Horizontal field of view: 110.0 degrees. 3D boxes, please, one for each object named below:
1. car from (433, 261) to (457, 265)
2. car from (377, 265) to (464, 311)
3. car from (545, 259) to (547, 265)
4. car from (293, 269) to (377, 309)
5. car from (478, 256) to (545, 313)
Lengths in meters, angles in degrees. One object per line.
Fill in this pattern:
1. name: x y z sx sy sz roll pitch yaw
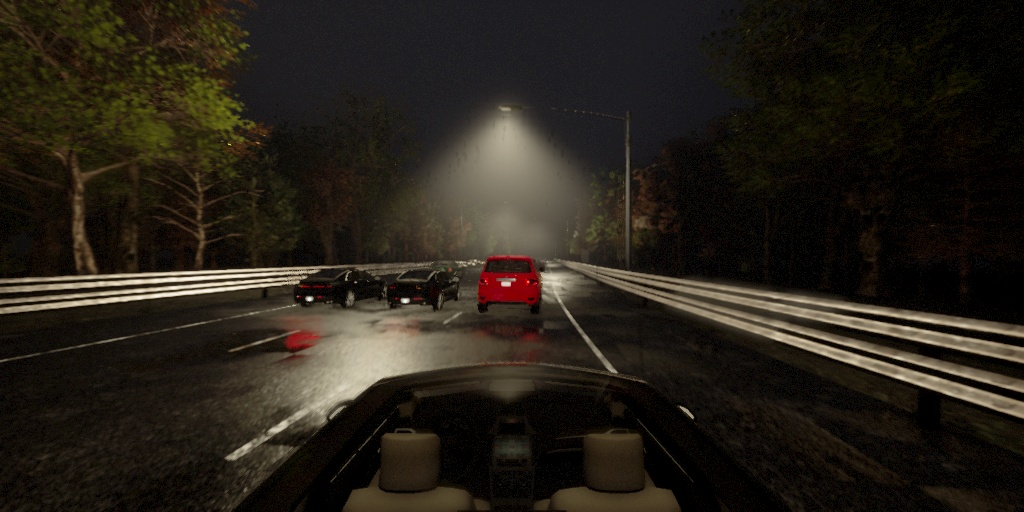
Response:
1. car: -5.417 1.169 29.955 2.097 1.767 4.553 0 0 6
2. car: -3.411 1.284 14.696 1.837 1.490 4.892 0 0 6
3. car: 3.719 1.470 51.243 1.812 1.442 4.674 0 0 6
4. car: -6.891 1.262 15.040 1.837 1.490 4.892 0 0 6
5. car: 0.079 1.020 14.395 2.150 2.045 5.566 0 0 6
